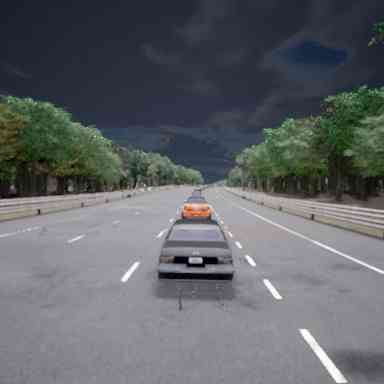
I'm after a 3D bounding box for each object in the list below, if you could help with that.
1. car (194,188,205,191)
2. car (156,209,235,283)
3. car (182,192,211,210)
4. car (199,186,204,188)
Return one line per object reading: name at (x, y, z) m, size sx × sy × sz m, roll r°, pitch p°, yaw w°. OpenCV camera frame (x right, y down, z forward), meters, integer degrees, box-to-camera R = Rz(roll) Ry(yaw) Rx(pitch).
car at (0.930, 0.400, 64.526) m, size 1.994 × 1.385 × 4.181 m, roll 1°, pitch 2°, yaw 1°
car at (0.112, 1.472, 9.544) m, size 2.033 × 1.411 × 5.357 m, roll 1°, pitch 0°, yaw 1°
car at (0.337, 1.128, 24.902) m, size 2.097 × 1.767 × 4.553 m, roll 1°, pitch 1°, yaw 1°
car at (1.535, -0.388, 85.971) m, size 1.882 × 1.535 × 5.008 m, roll 1°, pitch 2°, yaw 2°
